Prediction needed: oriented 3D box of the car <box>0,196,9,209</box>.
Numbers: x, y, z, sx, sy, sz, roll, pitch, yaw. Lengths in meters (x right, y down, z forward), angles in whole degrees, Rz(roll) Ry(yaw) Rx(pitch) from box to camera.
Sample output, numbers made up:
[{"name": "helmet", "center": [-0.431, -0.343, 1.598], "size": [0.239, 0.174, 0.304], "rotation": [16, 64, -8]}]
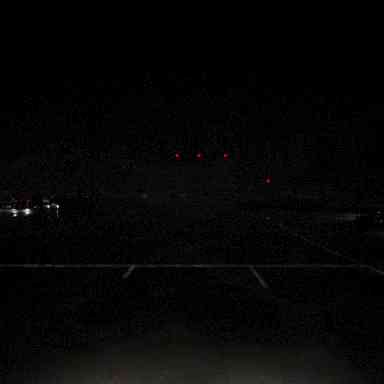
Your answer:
[{"name": "car", "center": [-24.631, 1.360, 42.936], "size": [1.812, 1.442, 4.674], "rotation": [0, 0, 0]}]

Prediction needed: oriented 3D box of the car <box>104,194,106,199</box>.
[{"name": "car", "center": [-22.133, 1.166, 81.250], "size": [1.837, 1.490, 4.892], "rotation": [0, 0, -10]}]

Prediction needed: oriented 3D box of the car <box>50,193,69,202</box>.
[{"name": "car", "center": [-28.103, 1.067, 70.671], "size": [2.097, 1.767, 4.553], "rotation": [0, 0, 0]}]

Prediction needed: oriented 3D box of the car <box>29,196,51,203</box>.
[{"name": "car", "center": [-28.079, 1.352, 61.654], "size": [1.895, 1.301, 4.718], "rotation": [0, 0, 0]}]

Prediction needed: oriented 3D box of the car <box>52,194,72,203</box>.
[{"name": "car", "center": [-24.584, 1.222, 63.200], "size": [1.882, 1.535, 5.008], "rotation": [0, 0, 1]}]

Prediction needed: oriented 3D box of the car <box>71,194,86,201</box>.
[{"name": "car", "center": [-24.635, 1.229, 72.285], "size": [1.812, 1.442, 4.674], "rotation": [0, 0, -3]}]

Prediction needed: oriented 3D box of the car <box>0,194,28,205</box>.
[{"name": "car", "center": [-28.129, 1.143, 52.660], "size": [2.097, 1.767, 4.553], "rotation": [0, 0, 0]}]

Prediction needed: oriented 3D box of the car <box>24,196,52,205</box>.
[{"name": "car", "center": [-24.632, 1.335, 53.562], "size": [2.033, 1.411, 5.357], "rotation": [0, 0, 0]}]

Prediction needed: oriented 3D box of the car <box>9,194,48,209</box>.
[{"name": "car", "center": [-21.137, 1.185, 43.185], "size": [2.097, 1.767, 4.553], "rotation": [0, 0, 0]}]

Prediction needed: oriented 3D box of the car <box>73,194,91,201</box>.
[{"name": "car", "center": [-21.101, 1.350, 62.274], "size": [1.895, 1.301, 4.718], "rotation": [0, 0, 0]}]

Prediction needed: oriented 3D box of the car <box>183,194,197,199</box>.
[{"name": "car", "center": [-0.205, 1.201, 94.717], "size": [1.895, 1.301, 4.718], "rotation": [0, 0, -18]}]

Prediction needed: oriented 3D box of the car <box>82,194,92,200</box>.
[{"name": "car", "center": [-25.940, 1.161, 82.375], "size": [1.837, 1.490, 4.892], "rotation": [0, 0, -10]}]

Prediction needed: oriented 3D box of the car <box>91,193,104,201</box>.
[{"name": "car", "center": [-21.124, 1.065, 71.221], "size": [2.097, 1.767, 4.553], "rotation": [0, 0, 0]}]

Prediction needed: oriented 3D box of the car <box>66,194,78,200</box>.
[{"name": "car", "center": [-29.179, 1.262, 80.785], "size": [1.895, 1.301, 4.718], "rotation": [0, 0, -10]}]

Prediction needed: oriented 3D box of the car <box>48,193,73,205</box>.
[{"name": "car", "center": [-21.137, 1.295, 53.010], "size": [1.837, 1.490, 4.892], "rotation": [0, 0, 0]}]

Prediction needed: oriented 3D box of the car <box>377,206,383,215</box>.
[{"name": "car", "center": [17.639, 1.260, 26.129], "size": [4.553, 1.767, 2.097], "rotation": [0, 0, 6]}]
